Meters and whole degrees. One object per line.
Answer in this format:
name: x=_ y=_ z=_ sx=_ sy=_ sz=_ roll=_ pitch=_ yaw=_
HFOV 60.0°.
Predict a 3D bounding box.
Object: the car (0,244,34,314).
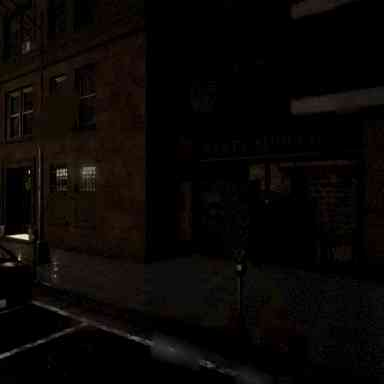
car: x=-4.837 y=1.551 z=6.518 sx=4.403 sy=1.369 sz=2.008 roll=0 pitch=0 yaw=35
